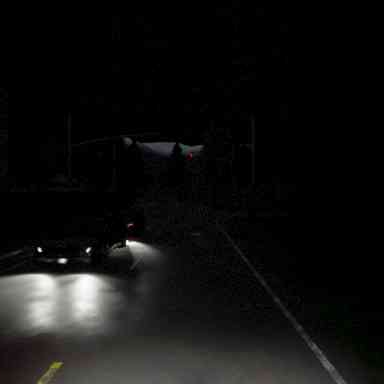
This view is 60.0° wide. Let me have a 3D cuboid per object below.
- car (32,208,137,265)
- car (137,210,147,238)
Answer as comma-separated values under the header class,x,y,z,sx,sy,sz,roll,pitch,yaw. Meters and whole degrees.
class,x,y,z,sx,sy,sz,roll,pitch,yaw
car,-3.559,1.510,11.822,2.033,1.411,5.357,0,0,0
car,-3.502,1.512,17.089,1.994,1.385,4.181,0,0,0
